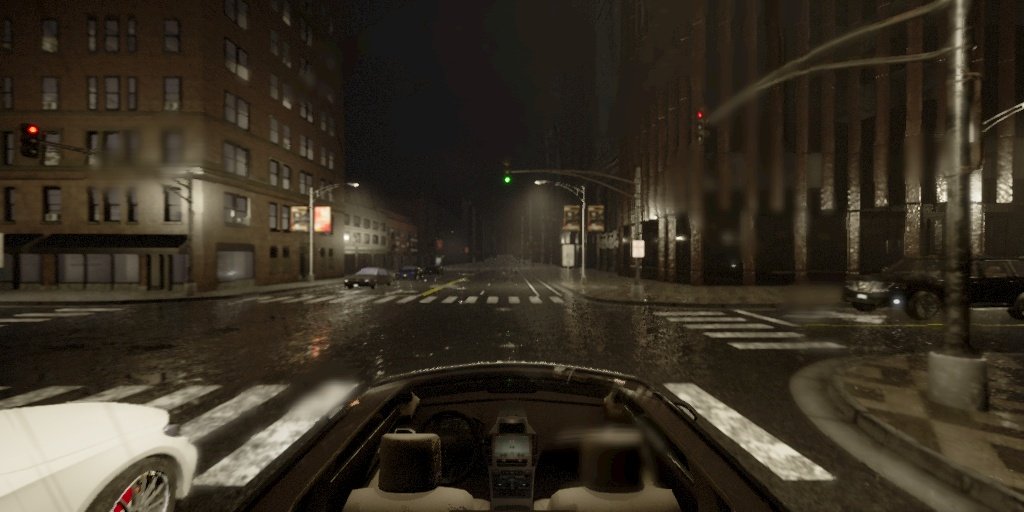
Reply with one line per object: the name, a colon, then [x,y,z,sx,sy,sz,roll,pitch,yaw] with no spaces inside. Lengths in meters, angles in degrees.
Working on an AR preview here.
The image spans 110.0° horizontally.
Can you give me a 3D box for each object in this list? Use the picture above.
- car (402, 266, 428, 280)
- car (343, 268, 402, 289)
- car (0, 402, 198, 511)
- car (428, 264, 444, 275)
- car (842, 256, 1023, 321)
car: [-10.121,1.662,35.731,1.994,1.385,4.181,0,-1,-1]
car: [-10.028,1.535,25.785,2.033,1.411,5.357,0,-1,1]
car: [-3.192,1.255,0.667,1.812,1.442,4.674,0,-1,-2]
car: [-10.178,1.782,46.824,1.994,1.385,4.181,0,-1,0]
car: [14.734,1.028,12.282,5.566,2.045,2.150,0,0,0]
